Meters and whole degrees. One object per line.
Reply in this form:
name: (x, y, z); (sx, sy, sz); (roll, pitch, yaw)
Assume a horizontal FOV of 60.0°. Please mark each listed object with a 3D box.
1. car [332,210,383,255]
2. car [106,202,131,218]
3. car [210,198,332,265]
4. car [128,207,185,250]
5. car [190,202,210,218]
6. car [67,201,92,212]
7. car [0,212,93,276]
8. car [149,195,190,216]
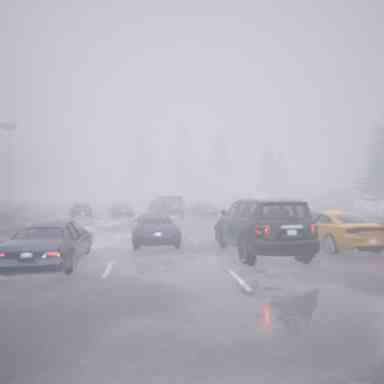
car: (5.645, 1.480, 13.458); (1.882, 1.535, 5.008); (0, 0, -8)
car: (-6.824, 1.663, 31.411); (1.994, 1.385, 4.181); (0, 0, -23)
car: (2.402, 1.236, 11.984); (2.150, 2.045, 5.566); (0, 0, -9)
car: (-1.686, 1.603, 14.794); (1.994, 1.385, 4.181); (0, 0, -11)
car: (0.890, 1.626, 30.961); (1.994, 1.385, 4.181); (0, 0, -20)
car: (-10.476, 1.620, 31.092); (1.837, 1.490, 4.892); (0, 0, -24)
car: (-4.397, 1.591, 10.540); (2.033, 1.411, 5.357); (0, 0, -9)
car: (-2.317, 1.296, 29.739); (2.150, 2.045, 5.566); (0, 0, -20)
